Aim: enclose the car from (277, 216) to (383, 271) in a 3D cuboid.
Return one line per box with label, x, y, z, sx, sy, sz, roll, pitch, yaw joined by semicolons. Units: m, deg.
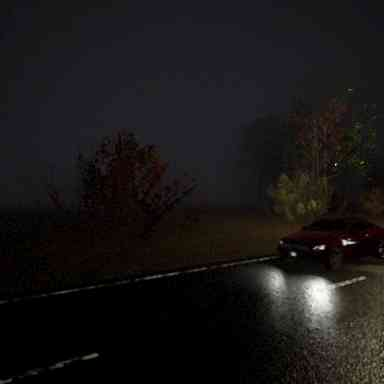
car;4.907;1.573;11.248;4.674;1.442;1.812;0;0;-36
